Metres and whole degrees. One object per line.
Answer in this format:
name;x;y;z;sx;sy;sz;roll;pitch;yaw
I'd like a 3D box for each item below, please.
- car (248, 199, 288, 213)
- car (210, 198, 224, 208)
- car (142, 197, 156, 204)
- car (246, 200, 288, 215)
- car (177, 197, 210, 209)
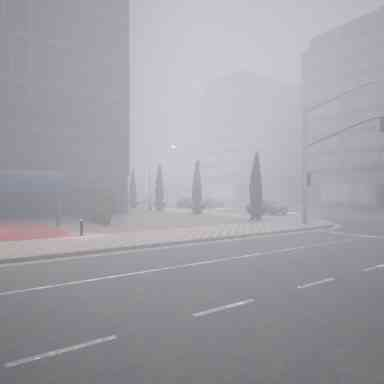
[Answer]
car;8.614;1.564;37.999;1.994;1.385;4.181;0;0;-35
car;2.629;1.564;46.577;1.994;1.385;4.181;0;0;-35
car;-7.506;1.564;61.204;1.994;1.385;4.181;0;0;-34
car;7.469;1.526;33.525;1.812;1.442;4.674;0;0;-38
car;-0.202;1.502;44.516;1.837;1.490;4.892;0;1;-35
